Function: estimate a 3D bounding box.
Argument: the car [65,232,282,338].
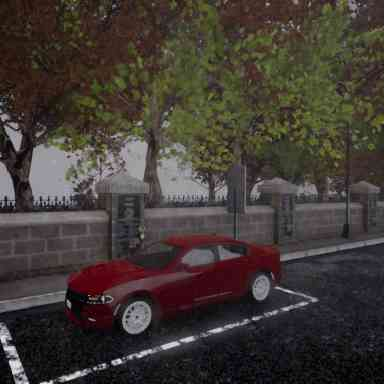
[{"bbox_3d":[-0.137,1.545,6.617,4.507,1.381,1.887,0,0,-35],"label":"car"}]
